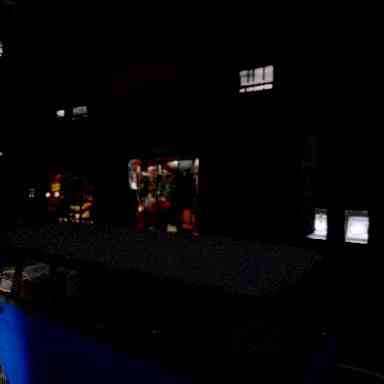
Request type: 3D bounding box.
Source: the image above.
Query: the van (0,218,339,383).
[{"bbox_3d":[-0.658,1.290,3.310,3.998,1.788,1.690,1,2,35],"label":"van"}]
